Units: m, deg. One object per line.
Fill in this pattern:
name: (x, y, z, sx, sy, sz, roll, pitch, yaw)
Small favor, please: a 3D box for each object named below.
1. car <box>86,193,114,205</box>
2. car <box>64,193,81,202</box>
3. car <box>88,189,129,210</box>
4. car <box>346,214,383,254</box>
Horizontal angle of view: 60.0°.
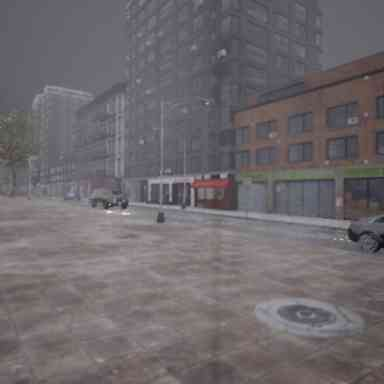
car: (-12.286, 0.871, 44.252, 2.128, 1.511, 4.902, 1, 0, -35)
car: (-19.592, 0.829, 54.545, 1.812, 1.442, 4.674, 1, 0, -35)
car: (-8.413, 0.700, 33.720, 2.150, 2.045, 5.566, 1, 0, -35)
car: (7.698, 1.445, 10.991, 2.128, 1.511, 4.902, 1, 1, -35)
